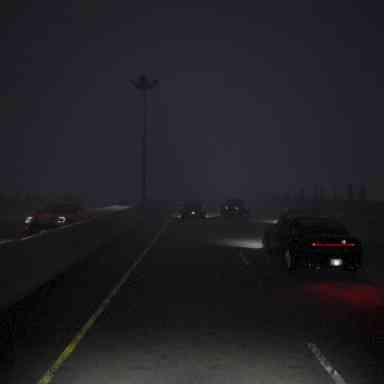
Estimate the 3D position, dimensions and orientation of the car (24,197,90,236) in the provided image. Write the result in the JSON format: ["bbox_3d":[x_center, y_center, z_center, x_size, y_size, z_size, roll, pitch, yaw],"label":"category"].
[{"bbox_3d":[-7.102,1.341,17.976,2.097,1.767,4.553,0,0,0],"label":"car"}]

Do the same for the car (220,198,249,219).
[{"bbox_3d":[3.597,1.334,28.878,2.097,1.767,4.553,0,0,0],"label":"car"}]

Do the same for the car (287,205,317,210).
[{"bbox_3d":[7.098,1.551,21.517,1.994,1.385,4.181,0,0,0],"label":"car"}]

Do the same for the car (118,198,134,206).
[{"bbox_3d":[-10.916,1.567,54.806,1.895,1.301,4.718,0,0,-1],"label":"car"}]

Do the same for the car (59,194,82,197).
[{"bbox_3d":[-14.131,1.200,38.079,2.150,2.045,5.566,0,0,0],"label":"car"}]

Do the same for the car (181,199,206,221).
[{"bbox_3d":[0.097,1.547,27.221,1.994,1.385,4.181,0,0,0],"label":"car"}]

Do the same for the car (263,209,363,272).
[{"bbox_3d":[3.599,1.498,10.706,1.837,1.490,4.892,0,0,0],"label":"car"}]

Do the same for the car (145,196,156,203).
[{"bbox_3d":[-7.551,1.456,59.678,2.128,1.511,4.902,0,0,-1],"label":"car"}]
